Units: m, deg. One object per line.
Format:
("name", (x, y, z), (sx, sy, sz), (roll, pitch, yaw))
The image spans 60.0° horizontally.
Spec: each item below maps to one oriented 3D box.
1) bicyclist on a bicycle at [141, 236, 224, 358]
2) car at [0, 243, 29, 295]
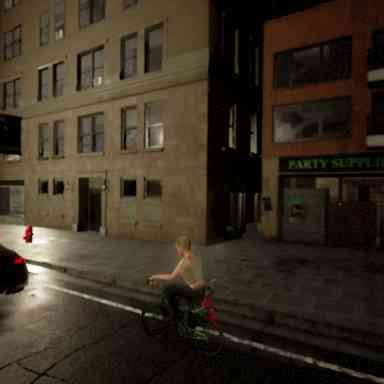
("bicyclist on a bicycle", (-0.185, 1.436, 4.793), (1.509, 1.612, 0.866), (0, 0, 35))
("car", (-5.583, 1.563, 7.590), (4.181, 1.385, 1.994), (0, 0, 36))
